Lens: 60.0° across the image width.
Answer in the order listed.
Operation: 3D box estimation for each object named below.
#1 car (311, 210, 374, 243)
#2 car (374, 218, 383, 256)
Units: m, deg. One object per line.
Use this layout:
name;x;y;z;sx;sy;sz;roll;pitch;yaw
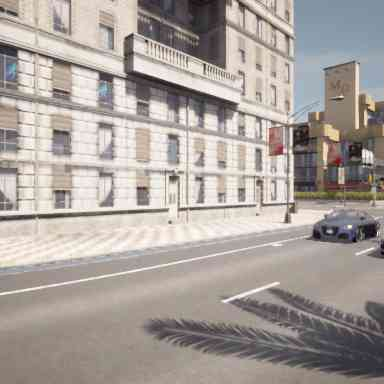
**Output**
car;7.516;1.564;16.114;4.181;1.385;1.994;0;0;-44
car;8.471;1.525;12.146;4.674;1.442;1.812;0;0;-45
